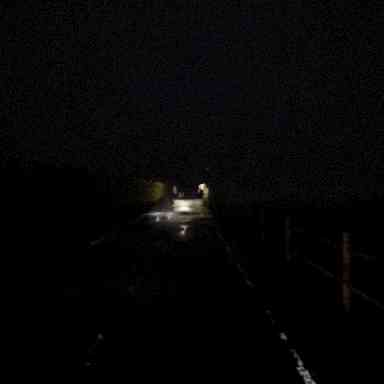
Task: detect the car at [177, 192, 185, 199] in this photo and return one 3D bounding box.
[{"bbox_3d":[-2.696,0.755,77.796,2.128,1.511,4.902,0,0,0],"label":"car"}]

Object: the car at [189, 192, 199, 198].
[{"bbox_3d":[0.061,0.745,87.364,2.128,1.511,4.902,0,0,0],"label":"car"}]

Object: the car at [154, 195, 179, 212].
[{"bbox_3d":[-2.824,1.317,35.407,2.033,1.411,5.357,0,0,0],"label":"car"}]
